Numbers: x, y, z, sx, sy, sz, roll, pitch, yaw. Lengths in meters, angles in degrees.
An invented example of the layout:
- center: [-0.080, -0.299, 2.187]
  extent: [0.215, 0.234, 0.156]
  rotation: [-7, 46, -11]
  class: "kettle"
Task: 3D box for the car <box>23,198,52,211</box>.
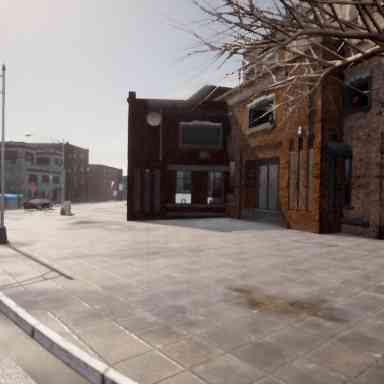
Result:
- center: [-20.139, 1.590, 43.542]
  extent: [1.882, 1.535, 5.008]
  rotation: [1, 0, 2]
  class: "car"
